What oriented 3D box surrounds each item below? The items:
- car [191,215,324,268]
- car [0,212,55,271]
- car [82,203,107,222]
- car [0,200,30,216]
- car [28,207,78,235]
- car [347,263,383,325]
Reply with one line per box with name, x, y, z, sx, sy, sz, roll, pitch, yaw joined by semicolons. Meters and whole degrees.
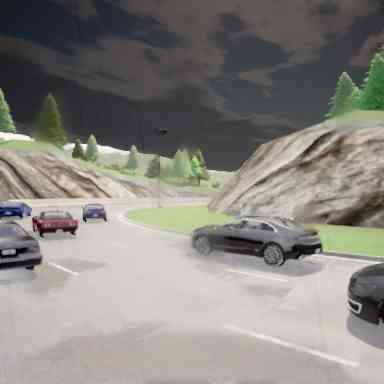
car;2.091;1.590;11.839;4.902;1.511;2.128;0;0;43
car;-6.313;1.599;10.505;2.033;1.411;5.357;1;-1;-40
car;-8.398;1.699;28.578;1.812;1.442;4.674;0;0;-19
car;-16.109;1.631;30.531;1.882;1.535;5.008;0;0;-14
car;-7.896;1.706;18.889;1.895;1.301;4.718;0;0;-31
car;5.001;1.565;4.957;4.892;1.490;1.837;0;0;34
